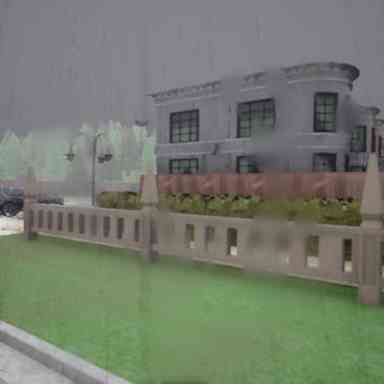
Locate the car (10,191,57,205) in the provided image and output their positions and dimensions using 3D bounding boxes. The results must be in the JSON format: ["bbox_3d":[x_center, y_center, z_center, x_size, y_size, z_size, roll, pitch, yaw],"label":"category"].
[{"bbox_3d":[-19.314,0.666,40.709,1.837,1.490,4.892,1,1,35],"label":"car"}]

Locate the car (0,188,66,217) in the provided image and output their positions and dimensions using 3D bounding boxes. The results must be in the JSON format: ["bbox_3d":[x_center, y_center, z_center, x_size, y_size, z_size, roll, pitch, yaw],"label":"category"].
[{"bbox_3d":[-12.298,0.704,24.703,2.150,2.045,5.566,2,1,39],"label":"car"}]

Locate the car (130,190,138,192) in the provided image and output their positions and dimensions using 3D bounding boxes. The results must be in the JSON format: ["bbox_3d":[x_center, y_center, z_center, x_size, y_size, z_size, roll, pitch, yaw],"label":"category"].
[{"bbox_3d":[-9.898,0.489,53.992,2.097,1.767,4.553,1,1,36],"label":"car"}]
